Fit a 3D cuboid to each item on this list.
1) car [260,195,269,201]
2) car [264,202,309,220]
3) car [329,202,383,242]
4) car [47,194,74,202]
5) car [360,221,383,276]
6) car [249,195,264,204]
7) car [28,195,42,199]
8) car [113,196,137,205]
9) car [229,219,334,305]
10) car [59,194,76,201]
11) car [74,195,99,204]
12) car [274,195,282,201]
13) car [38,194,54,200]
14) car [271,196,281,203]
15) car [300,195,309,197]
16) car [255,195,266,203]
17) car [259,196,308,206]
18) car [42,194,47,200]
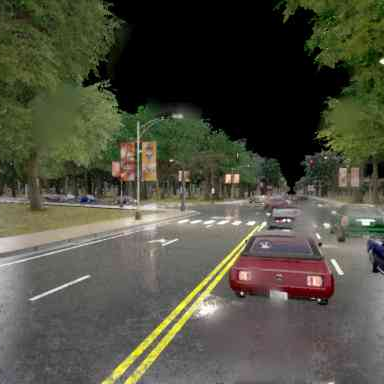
[{"bbox_3d":[18.069,1.534,82.912,1.812,1.442,4.674,0,0,17],"label":"car"},{"bbox_3d":[4.873,1.505,17.057,1.837,1.490,4.892,0,0,17],"label":"car"},{"bbox_3d":[8.010,1.352,16.197,2.097,1.767,4.553,0,0,17],"label":"car"},{"bbox_3d":[-26.941,1.296,67.912,4.902,1.511,2.128,0,0,40],"label":"car"},{"bbox_3d":[5.432,1.601,7.585,1.895,1.301,4.718,0,0,16],"label":"car"},{"bbox_3d":[12.151,1.553,63.643,2.033,1.411,5.357,0,0,18],"label":"car"},{"bbox_3d":[-39.304,1.295,82.508,4.718,1.301,1.895,0,0,40],"label":"car"},{"bbox_3d":[-10.803,1.362,54.270,4.902,1.511,2.128,0,0,40],"label":"car"},{"bbox_3d":[2.222,1.601,8.185,1.895,1.301,4.718,0,0,17],"label":"car"},{"bbox_3d":[-29.463,1.259,78.504,4.674,1.442,1.812,0,0,40],"label":"car"},{"bbox_3d":[-18.999,1.296,61.182,5.008,1.535,1.882,0,0,40],"label":"car"},{"bbox_3d":[21.292,1.488,82.341,1.882,1.535,5.008,0,0,17],"label":"car"},{"bbox_3d":[-37.337,1.223,85.100,4.674,1.442,1.812,0,0,40],"label":"car"},{"bbox_3d":[18.267,1.603,72.422,1.895,1.301,4.718,0,0,17],"label":"car"},{"bbox_3d":[30.400,1.519,89.918,1.837,1.490,4.892,0,0,17],"label":"car"},{"bbox_3d":[15.073,1.486,73.094,1.882,1.535,5.008,0,0,17],"label":"car"},{"bbox_3d":[10.187,1.537,36.678,4.674,1.442,1.812,0,0,40],"label":"car"},{"bbox_3d":[-31.320,1.262,75.820,4.902,1.511,2.128,0,0,40],"label":"car"}]
